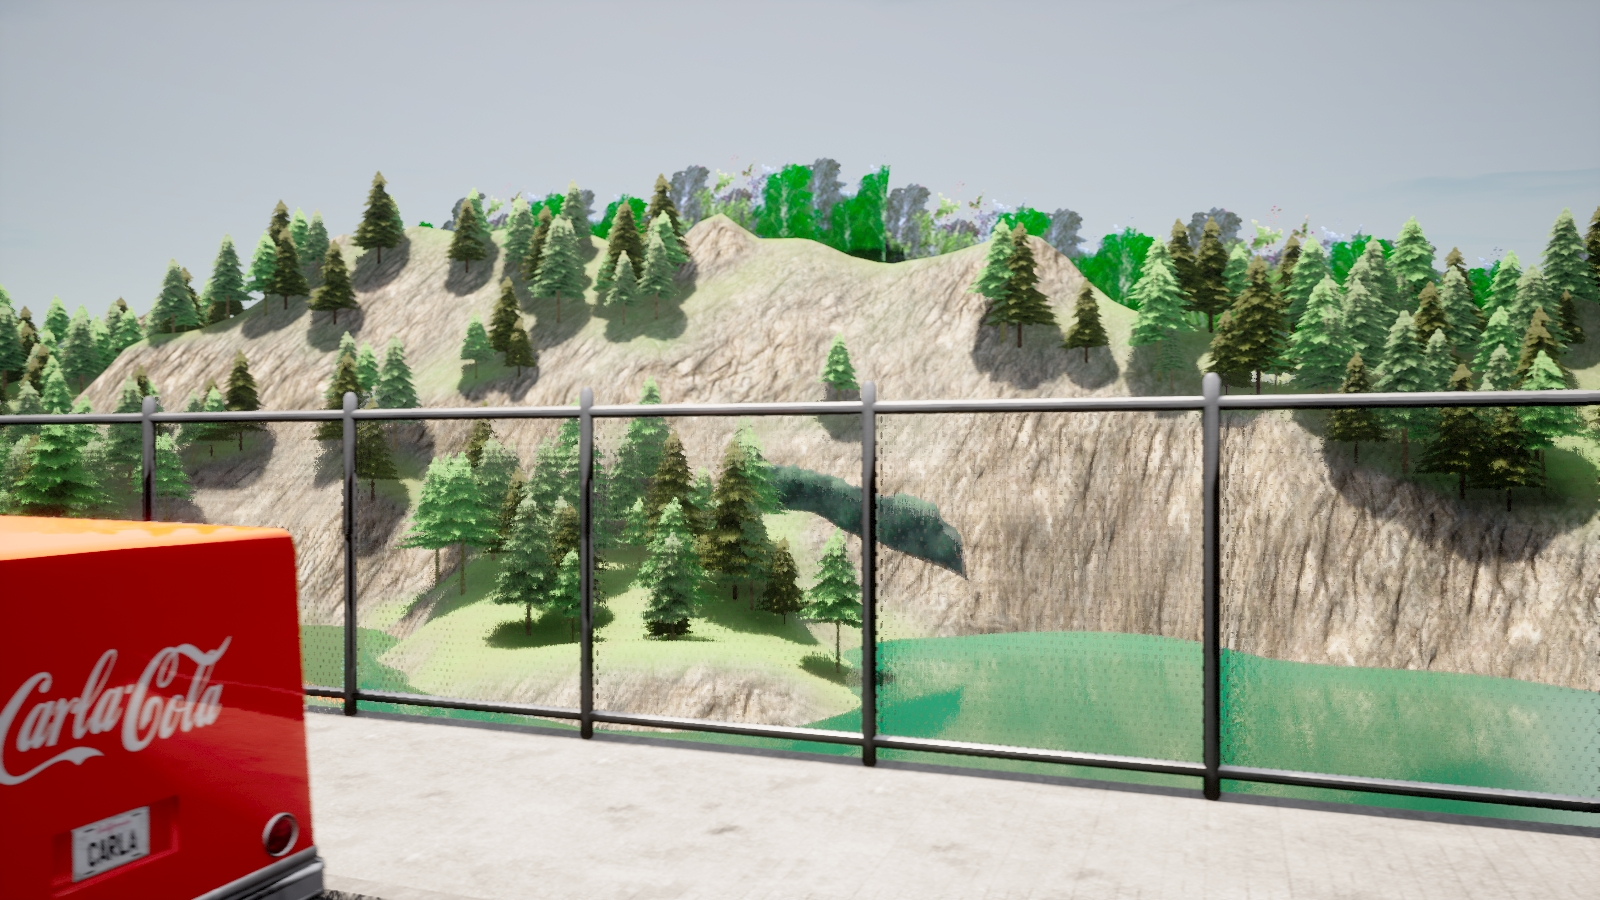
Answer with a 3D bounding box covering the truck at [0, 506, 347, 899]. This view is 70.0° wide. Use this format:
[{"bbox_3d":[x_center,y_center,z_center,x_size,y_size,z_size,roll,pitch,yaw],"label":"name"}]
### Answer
[{"bbox_3d":[-5.329,1.580,5.788,5.204,2.467,2.627,0,0,20],"label":"truck"}]
